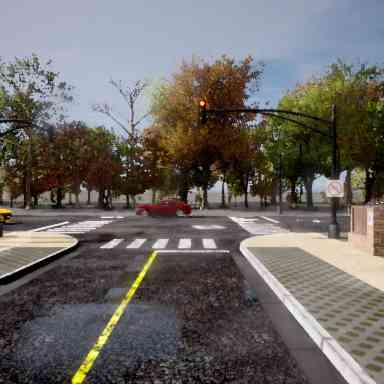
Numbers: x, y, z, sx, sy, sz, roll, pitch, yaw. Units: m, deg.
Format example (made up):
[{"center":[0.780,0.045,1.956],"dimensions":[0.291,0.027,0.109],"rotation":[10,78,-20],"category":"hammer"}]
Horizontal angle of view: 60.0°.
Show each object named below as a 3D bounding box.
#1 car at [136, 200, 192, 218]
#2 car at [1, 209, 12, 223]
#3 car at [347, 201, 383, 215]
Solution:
[{"center":[-2.488,1.480,29.613],"dimensions":[5.008,1.535,1.882],"rotation":[0,0,0],"category":"car"},{"center":[-15.084,1.423,22.922],"dimensions":[5.008,1.535,1.882],"rotation":[0,0,0],"category":"car"},{"center":[16.405,1.561,29.596],"dimensions":[4.902,1.511,2.128],"rotation":[0,0,0],"category":"car"}]
